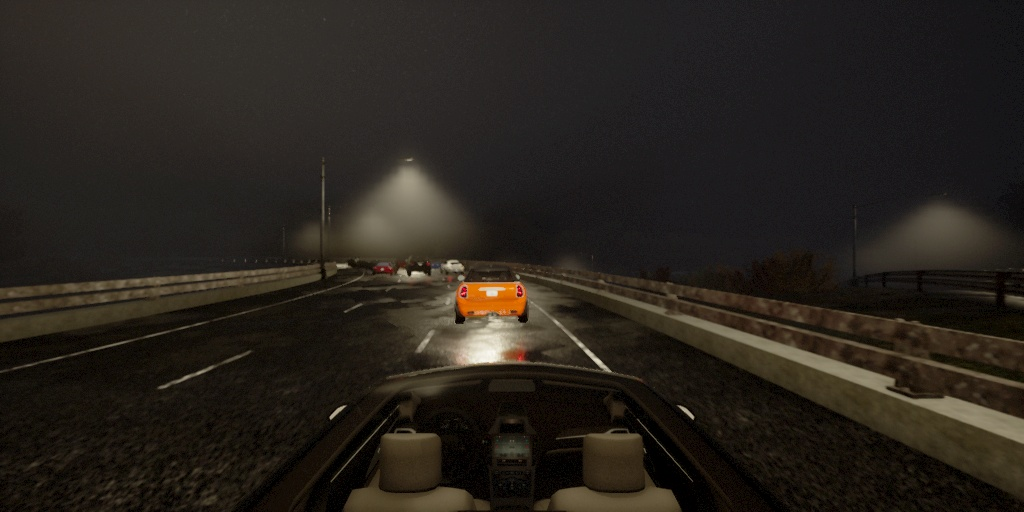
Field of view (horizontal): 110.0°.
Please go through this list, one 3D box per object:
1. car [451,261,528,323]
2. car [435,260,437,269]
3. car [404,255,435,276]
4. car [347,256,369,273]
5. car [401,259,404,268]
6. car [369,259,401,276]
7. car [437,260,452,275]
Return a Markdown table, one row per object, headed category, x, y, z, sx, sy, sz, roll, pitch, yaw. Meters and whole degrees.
| category | x | y | z | sx | sy | sz | roll | pitch | yaw |
| --- | --- | --- | --- | --- | --- | --- | --- | --- | --- |
| car | -0.768 | 1.072 | 12.167 | 2.097 | 1.767 | 4.553 | 0 | 0 | -6 |
| car | -10.762 | 1.196 | 48.649 | 2.033 | 1.411 | 5.357 | 0 | 0 | -26 |
| car | -9.400 | 0.904 | 36.019 | 2.150 | 2.045 | 5.566 | 0 | 0 | -19 |
| car | -16.206 | 1.280 | 40.786 | 4.902 | 1.511 | 2.128 | 16 | -9 | -19 |
| car | -15.530 | 1.138 | 50.403 | 1.882 | 1.535 | 5.008 | 0 | 0 | -26 |
| car | -12.909 | 1.256 | 36.598 | 1.994 | 1.385 | 4.181 | 0 | 0 | -11 |
| car | -6.295 | 1.191 | 37.694 | 1.812 | 1.442 | 4.674 | 0 | 0 | -21 |
